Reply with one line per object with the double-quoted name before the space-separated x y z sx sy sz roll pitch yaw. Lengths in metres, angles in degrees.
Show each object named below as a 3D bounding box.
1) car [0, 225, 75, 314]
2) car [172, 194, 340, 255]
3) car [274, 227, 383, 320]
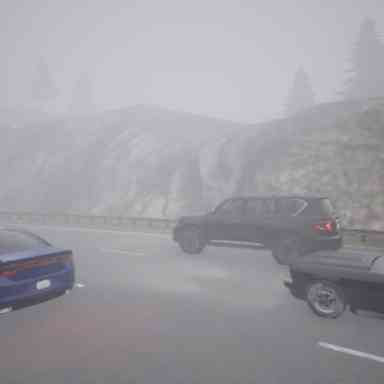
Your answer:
"car" -4.646 1.435 7.021 5.008 1.535 1.882 0 0 32
"car" 1.987 1.088 11.127 5.566 2.045 2.150 0 0 33
"car" 4.024 1.511 5.490 4.718 1.301 1.895 0 1 35
